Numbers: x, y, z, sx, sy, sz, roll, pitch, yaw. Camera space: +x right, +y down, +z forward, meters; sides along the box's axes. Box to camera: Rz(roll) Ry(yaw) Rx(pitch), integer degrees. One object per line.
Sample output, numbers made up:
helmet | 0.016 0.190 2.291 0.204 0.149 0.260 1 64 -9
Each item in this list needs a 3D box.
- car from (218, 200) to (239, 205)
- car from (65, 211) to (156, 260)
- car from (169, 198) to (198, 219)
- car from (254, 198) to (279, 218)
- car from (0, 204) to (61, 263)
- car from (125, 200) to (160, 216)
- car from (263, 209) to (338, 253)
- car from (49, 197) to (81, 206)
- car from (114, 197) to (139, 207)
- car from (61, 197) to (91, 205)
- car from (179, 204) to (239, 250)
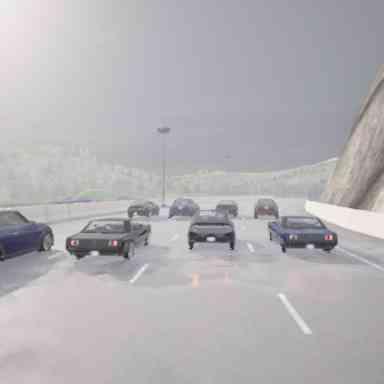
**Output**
car | 3.398 1.480 31.623 1.882 1.535 5.008 0 0 11
car | -2.810 1.593 12.420 1.895 1.301 4.718 0 0 4
car | -0.581 1.346 29.382 2.097 1.767 4.553 0 0 10
car | 6.698 1.362 30.233 2.097 1.767 4.553 0 0 11
car | -6.413 1.337 10.863 2.097 1.767 4.553 0 0 3
car | -4.161 1.492 29.282 1.837 1.490 4.892 0 0 10
car | 4.321 1.608 13.795 1.895 1.301 4.718 0 0 5
car | -20.270 1.496 53.477 2.033 1.411 5.357 0 0 16
car | -9.967 1.535 51.188 1.994 1.385 4.181 0 0 17
car | -17.359 1.433 50.818 1.882 1.535 5.008 0 0 16
car | 0.895 1.491 14.454 2.128 1.511 4.902 0 0 5
